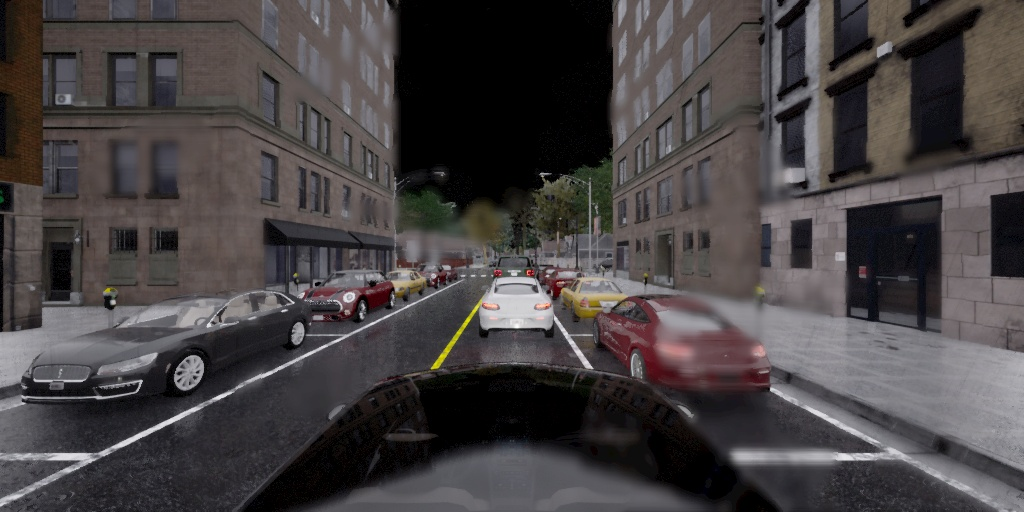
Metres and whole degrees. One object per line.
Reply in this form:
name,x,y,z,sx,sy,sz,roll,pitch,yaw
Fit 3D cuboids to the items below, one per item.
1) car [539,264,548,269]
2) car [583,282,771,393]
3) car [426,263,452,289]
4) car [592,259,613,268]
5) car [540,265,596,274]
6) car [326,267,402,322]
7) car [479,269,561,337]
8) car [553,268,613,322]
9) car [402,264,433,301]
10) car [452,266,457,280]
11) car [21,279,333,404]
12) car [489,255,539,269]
car,2.648,1.340,22.986,1.802,1.307,4.207,0,0,0
car,2.639,1.332,6.431,1.802,1.307,4.207,0,0,0
car,-5.377,1.198,22.989,1.967,1.591,4.097,0,0,0
car,14.006,1.184,51.460,4.892,1.490,1.837,-1,0,1
car,2.645,1.300,17.468,1.888,1.381,4.507,0,0,0
car,-5.383,1.192,11.951,1.967,1.591,4.097,0,0,0
car,0.103,1.277,10.152,1.812,1.442,4.674,0,0,0
car,2.642,1.278,12.120,1.751,1.417,4.829,0,0,0
car,-5.380,1.280,17.300,1.751,1.417,4.829,0,0,0
car,-5.374,1.343,28.508,1.802,1.307,4.207,0,0,0
car,-5.386,1.301,6.433,2.007,1.370,4.403,0,0,0
car,0.110,0.978,19.915,2.150,2.045,5.566,0,0,0
